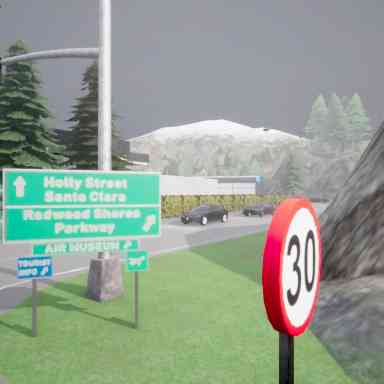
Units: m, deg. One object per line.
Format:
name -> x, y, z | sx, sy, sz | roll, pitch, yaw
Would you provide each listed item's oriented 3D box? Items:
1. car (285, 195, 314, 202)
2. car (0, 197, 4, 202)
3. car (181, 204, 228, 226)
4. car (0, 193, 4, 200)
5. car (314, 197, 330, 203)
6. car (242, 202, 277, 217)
car -> 13.415, 1.413, 42.823 | 2.150, 2.045, 5.566 | 0, 0, 36
car -> -12.360, 1.505, 26.044 | 1.905, 1.878, 3.866 | 0, 0, 35
car -> 1.066, 1.696, 25.929 | 1.837, 1.490, 4.892 | 0, 0, 36
car -> -38.569, 1.489, 69.983 | 4.514, 1.523, 2.007 | 0, 0, 35
car -> 28.281, 1.787, 74.896 | 1.895, 1.301, 4.718 | 0, 0, -42
car -> 7.121, 1.739, 34.250 | 2.033, 1.411, 5.357 | 0, 0, 36
